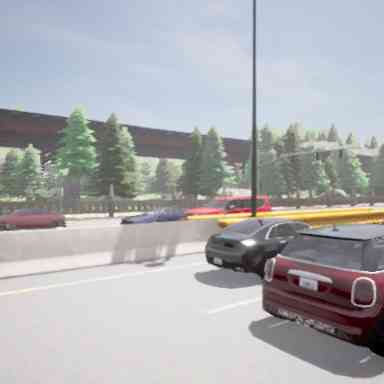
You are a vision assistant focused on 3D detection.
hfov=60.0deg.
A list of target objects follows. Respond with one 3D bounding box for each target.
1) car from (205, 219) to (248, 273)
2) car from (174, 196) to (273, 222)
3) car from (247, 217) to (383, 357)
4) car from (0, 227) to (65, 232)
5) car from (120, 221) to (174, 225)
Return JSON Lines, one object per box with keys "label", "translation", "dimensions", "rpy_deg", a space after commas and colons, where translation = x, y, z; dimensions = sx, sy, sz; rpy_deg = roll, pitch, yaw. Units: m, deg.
{"label": "car", "translation": [2.636, 1.526, 9.941], "dimensions": [4.892, 1.490, 1.837], "rpy_deg": [0, 0, -36]}
{"label": "car", "translation": [2.059, 1.248, 18.265], "dimensions": [5.566, 2.045, 2.150], "rpy_deg": [0, 0, -35]}
{"label": "car", "translation": [3.449, 1.373, 6.216], "dimensions": [4.553, 1.767, 2.097], "rpy_deg": [0, 0, -36]}
{"label": "car", "translation": [-9.363, 1.574, 18.785], "dimensions": [4.181, 1.385, 1.994], "rpy_deg": [0, 0, -35]}
{"label": "car", "translation": [-1.540, 1.576, 20.015], "dimensions": [5.357, 1.411, 2.033], "rpy_deg": [0, 0, -35]}
